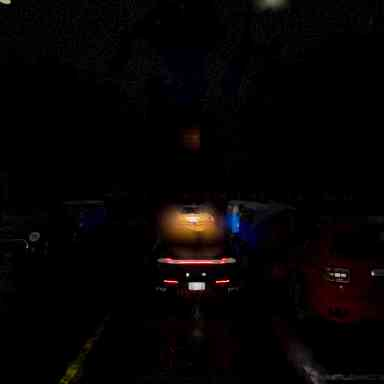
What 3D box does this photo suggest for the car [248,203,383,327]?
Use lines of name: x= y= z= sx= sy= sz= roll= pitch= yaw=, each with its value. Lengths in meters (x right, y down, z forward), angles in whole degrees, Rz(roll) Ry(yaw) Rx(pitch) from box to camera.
car: x=2.751 y=1.315 z=6.935 sx=2.192 sy=1.841 sz=5.009 roll=0 pitch=0 yaw=0

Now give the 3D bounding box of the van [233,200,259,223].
van: x=2.741 y=1.342 z=12.372 sx=1.690 sy=1.788 sz=3.998 roll=0 pitch=0 yaw=0

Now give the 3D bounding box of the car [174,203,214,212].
car: x=0.109 y=1.353 z=17.505 sx=2.097 sy=1.767 sz=4.553 roll=0 pitch=0 yaw=1

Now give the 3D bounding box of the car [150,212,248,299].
car: x=0.089 y=1.492 z=8.456 sx=2.128 sy=1.511 sz=4.902 roll=0 pitch=0 yaw=0

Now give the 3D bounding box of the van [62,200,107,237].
van: x=-5.793 y=1.342 z=17.795 sx=1.690 sy=1.788 sz=3.998 roll=0 pitch=0 yaw=0

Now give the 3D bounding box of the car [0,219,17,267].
car: x=-5.774 y=1.525 z=6.750 sx=1.752 sy=1.417 sz=4.829 roll=0 pitch=0 yaw=0

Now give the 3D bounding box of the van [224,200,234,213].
van: x=2.732 y=1.342 z=17.810 sx=1.690 sy=1.788 sz=3.998 roll=0 pitch=0 yaw=0

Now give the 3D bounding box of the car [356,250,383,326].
car: x=2.760 y=1.440 z=1.497 sx=1.967 sy=1.590 sz=4.097 roll=0 pitch=0 yaw=0

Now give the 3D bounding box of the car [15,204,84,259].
car: x=-5.784 y=1.441 z=12.358 sx=1.967 sy=1.590 sz=4.097 roll=0 pitch=0 yaw=0
